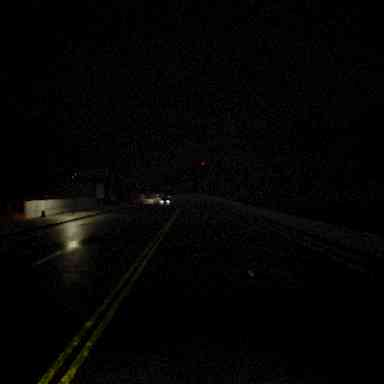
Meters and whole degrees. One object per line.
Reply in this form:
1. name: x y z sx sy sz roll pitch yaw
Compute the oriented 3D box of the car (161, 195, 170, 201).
1. car: -6.506 1.471 81.121 1.812 1.442 4.674 0 0 0
